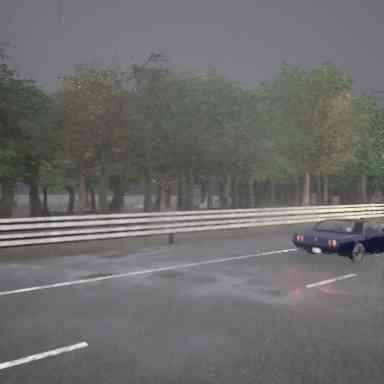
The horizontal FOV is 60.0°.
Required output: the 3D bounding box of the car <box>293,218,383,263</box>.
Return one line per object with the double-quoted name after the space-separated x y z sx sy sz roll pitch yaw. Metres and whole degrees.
5.884 1.598 11.982 4.718 1.301 1.895 0 0 -34 "car"
